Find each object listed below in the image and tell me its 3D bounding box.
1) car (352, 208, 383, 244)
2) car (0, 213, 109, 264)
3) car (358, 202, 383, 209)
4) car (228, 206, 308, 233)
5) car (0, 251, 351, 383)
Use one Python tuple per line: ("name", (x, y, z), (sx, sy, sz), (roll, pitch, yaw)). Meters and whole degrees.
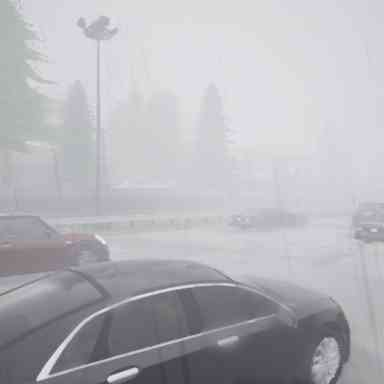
("car", (9.253, 1.570, 14.641), (5.357, 1.411, 2.033), (0, 0, -35))
("car", (-4.598, 1.354, 9.066), (4.553, 1.767, 2.097), (0, 0, -35))
("car", (12.138, 1.383, 20.997), (4.553, 1.767, 2.097), (0, 0, -35))
("car", (4.654, 1.570, 19.959), (5.357, 1.411, 2.033), (0, 0, -35))
("car", (-0.222, 1.509, 3.587), (4.892, 1.490, 1.837), (0, 0, -35))
